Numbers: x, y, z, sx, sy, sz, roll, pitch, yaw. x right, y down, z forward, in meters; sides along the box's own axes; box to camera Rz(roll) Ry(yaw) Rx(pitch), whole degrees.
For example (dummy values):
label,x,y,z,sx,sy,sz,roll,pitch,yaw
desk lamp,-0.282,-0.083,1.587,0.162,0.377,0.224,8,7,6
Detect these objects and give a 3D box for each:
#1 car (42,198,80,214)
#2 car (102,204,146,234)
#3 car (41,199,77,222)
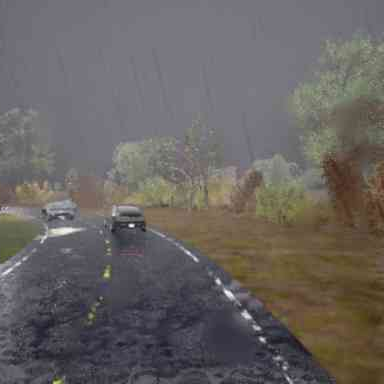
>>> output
label,x,y,z,sx,sy,sz,roll,pitch,yaw
car,-14.205,1.449,35.766,2.033,1.411,5.357,-1,0,-42
car,-3.915,1.435,19.045,1.837,1.490,4.892,0,0,-21
car,-10.578,1.482,26.011,2.033,1.411,5.357,-1,0,-31
